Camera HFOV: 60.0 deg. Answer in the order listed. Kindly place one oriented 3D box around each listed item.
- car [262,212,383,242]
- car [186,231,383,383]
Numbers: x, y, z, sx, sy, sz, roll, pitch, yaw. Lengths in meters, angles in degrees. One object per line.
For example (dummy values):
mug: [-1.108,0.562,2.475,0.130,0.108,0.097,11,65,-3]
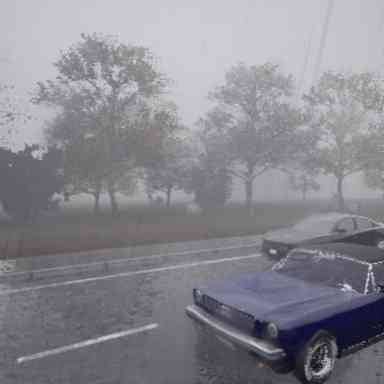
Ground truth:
car: [4.494,1.453,10.916,5.008,1.535,1.882,0,0,-31]
car: [2.283,1.589,5.399,4.718,1.301,1.895,0,0,-33]
